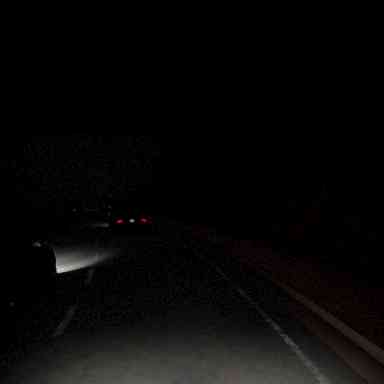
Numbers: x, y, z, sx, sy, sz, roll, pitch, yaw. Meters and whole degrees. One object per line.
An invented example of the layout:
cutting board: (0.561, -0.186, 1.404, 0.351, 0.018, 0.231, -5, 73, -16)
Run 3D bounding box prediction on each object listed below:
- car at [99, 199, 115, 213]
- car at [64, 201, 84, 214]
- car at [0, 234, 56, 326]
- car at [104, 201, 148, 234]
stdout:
car: (-9.108, 1.489, 36.470, 2.033, 1.411, 5.357, 0, 0, -17)
car: (-12.456, 1.559, 35.451, 1.895, 1.301, 4.718, 0, 0, -17)
car: (-4.263, 1.563, 6.893, 1.994, 1.385, 4.181, 0, 0, -9)
car: (-3.776, 1.513, 19.306, 2.033, 1.411, 5.357, 0, 0, -17)
